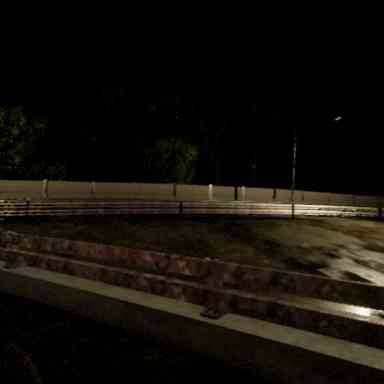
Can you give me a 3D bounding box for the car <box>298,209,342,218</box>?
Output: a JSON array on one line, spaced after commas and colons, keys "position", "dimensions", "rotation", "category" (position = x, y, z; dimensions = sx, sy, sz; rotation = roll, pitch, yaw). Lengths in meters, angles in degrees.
[{"position": [14.115, 2.094, 36.907], "dimensions": [4.718, 1.301, 1.895], "rotation": [3, -1, -20], "category": "car"}]
